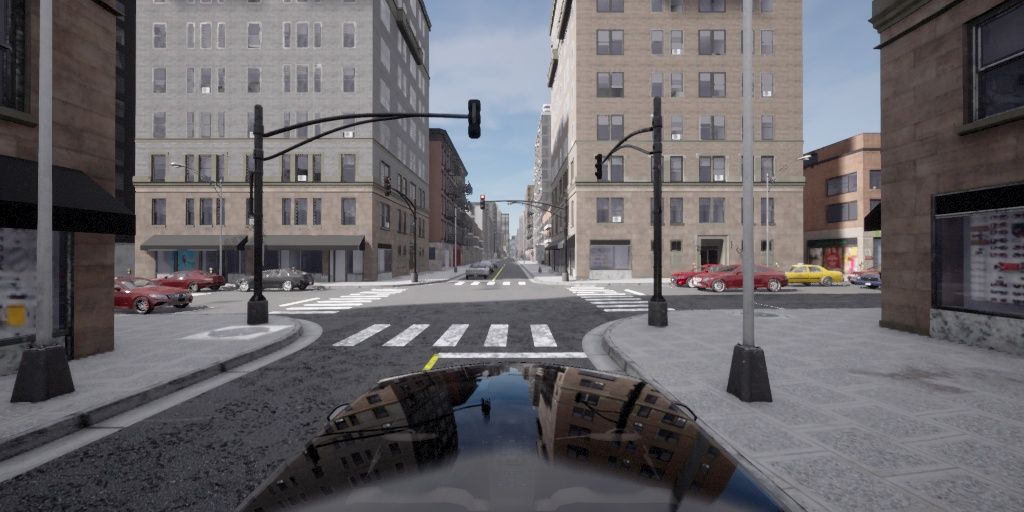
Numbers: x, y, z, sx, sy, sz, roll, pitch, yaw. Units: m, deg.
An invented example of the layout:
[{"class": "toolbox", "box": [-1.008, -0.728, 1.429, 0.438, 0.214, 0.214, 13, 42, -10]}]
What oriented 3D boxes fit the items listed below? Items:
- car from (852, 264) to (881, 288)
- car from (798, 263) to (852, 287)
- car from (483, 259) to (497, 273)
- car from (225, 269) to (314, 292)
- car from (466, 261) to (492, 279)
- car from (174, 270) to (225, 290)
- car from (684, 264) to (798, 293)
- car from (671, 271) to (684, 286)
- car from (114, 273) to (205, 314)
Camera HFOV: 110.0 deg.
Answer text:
[{"class": "car", "box": [21.768, 1.087, 19.204, 5.357, 1.411, 2.033, -1, 0, 1]}, {"class": "car", "box": [17.447, 1.117, 21.987, 4.829, 1.417, 1.751, 0, 0, 0]}, {"class": "car", "box": [-3.128, 1.254, 42.648, 1.812, 1.442, 4.674, 0, 0, 0]}, {"class": "car", "box": [-14.638, 1.458, 22.183, 4.403, 1.370, 2.007, 0, 0, 0]}, {"class": "car", "box": [-3.122, 1.341, 32.818, 1.895, 1.301, 4.718, 0, 0, -1]}, {"class": "car", "box": [-20.166, 1.545, 22.217, 4.207, 1.307, 1.802, 0, 0, 0]}, {"class": "car", "box": [12.182, 1.157, 19.265, 4.674, 1.442, 1.812, -1, 0, 1]}, {"class": "car", "box": [12.125, 1.190, 22.020, 4.507, 1.381, 1.888, 0, 0, 0]}, {"class": "car", "box": [-14.664, 1.451, 13.658, 4.207, 1.307, 1.802, 0, 0, 0]}]
